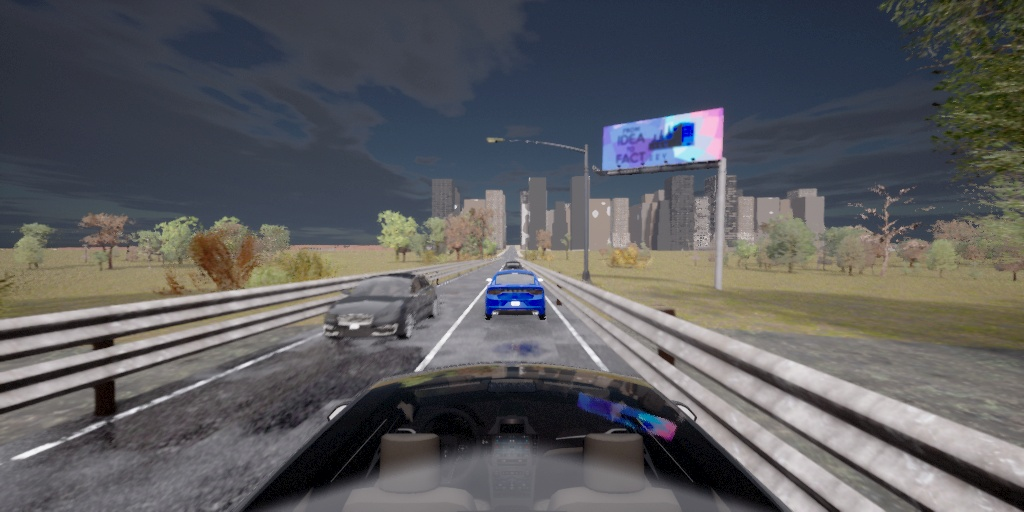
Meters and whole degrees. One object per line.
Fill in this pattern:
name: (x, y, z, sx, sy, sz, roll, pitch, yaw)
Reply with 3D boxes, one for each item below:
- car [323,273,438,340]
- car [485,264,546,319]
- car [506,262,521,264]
car: (-3.344, 1.253, 10.041, 1.837, 1.490, 4.892, 0, 0, 0)
car: (0.102, 1.224, 12.803, 1.882, 1.535, 5.008, 0, 0, 0)
car: (0.101, 1.245, 33.156, 1.837, 1.490, 4.892, 0, 0, 0)
